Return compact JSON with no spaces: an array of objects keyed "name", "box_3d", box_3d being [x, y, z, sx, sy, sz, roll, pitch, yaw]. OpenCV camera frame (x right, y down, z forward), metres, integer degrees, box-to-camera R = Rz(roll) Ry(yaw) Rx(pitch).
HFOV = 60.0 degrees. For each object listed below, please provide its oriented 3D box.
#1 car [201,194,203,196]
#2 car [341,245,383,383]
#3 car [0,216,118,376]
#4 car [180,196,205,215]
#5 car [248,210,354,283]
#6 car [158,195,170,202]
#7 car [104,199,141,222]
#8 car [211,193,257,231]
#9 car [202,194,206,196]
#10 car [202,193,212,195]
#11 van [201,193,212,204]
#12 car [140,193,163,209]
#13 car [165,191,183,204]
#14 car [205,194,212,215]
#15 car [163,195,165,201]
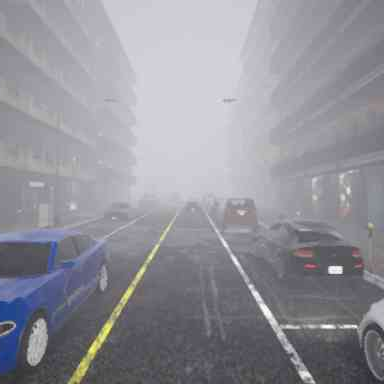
[{"name":"car","box_3d":[0.054,1.307,43.214,1.994,1.385,4.181,0,0,0]},{"name":"car","box_3d":[3.021,1.509,2.299,1.812,1.442,4.674,0,0,0]},{"name":"car","box_3d":[-2.853,1.438,5.776,1.882,1.535,5.008,0,0,0]},{"name":"car","box_3d":[0.069,1.333,30.594,1.812,1.442,4.674,0,0,0]},{"name":"car","box_3d":[3.003,1.462,9.339,1.812,1.442,4.674,0,0,-1]},{"name":"car","box_3d":[-5.340,1.244,63.685,1.802,1.307,4.206,1,0,0]},{"name":"car","box_3d":[-5.314,1.404,24.970,1.947,1.339,4.313,1,0,0]},{"name":"car","box_3d":[2.542,1.187,19.383,2.192,1.841,5.009,1,0,0]},{"name":"car","box_3d":[2.522,1.333,41.510,1.802,1.307,4.206,1,0,0]},{"name":"car","box_3d":[2.520,1.017,52.571,2.192,1.841,5.009,1,0,0]},{"name":"van","box_3d":[2.515,1.022,58.103,1.690,1.788,3.998,1,0,0]},{"name":"car","box_3d":[-5.319,1.066,41.558,2.192,1.841,5.009,1,0,0]},{"name":"car","box_3d":[-2.790,0.909,56.272,2.150,2.045,5.566,0,0,0]},{"name":"car","box_3d":[2.531,1.248,30.447,1.967,1.590,4.097,1,0,0]},{"name":"car","box_3d":[-5.328,1.270,47.091,1.887,1.381,4.507,1,0,0]}]
